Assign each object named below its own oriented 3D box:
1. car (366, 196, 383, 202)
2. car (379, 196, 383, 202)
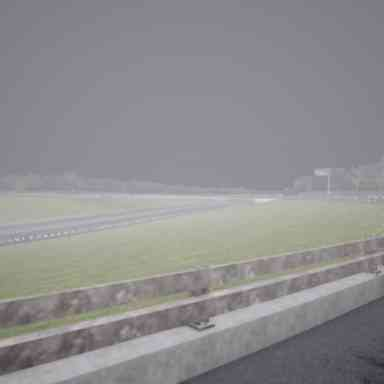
[{"bbox_3d":[44.088,1.733,80.654,1.994,1.385,4.181,0,0,0],"label":"car"},{"bbox_3d":[47.587,1.693,80.540,1.837,1.490,4.892,0,0,0],"label":"car"}]
